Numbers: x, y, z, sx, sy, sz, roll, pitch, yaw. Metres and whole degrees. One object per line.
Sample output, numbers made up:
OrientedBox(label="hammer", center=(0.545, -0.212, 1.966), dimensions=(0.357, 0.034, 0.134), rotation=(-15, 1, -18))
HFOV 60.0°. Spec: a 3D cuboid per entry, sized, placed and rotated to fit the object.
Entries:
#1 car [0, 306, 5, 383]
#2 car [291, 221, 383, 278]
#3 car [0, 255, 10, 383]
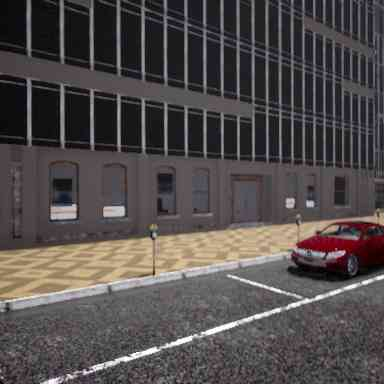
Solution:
OrientedBox(label="car", center=(-3.313, 1.513, 1.007), dimensions=(4.892, 1.490, 1.837), rotation=(0, 0, -36))
OrientedBox(label="car", center=(4.782, 1.544, 9.989), dimensions=(4.206, 1.307, 1.802), rotation=(0, 0, -36))
OrientedBox(label="car", center=(-4.474, 1.558, 3.362), dimensions=(4.403, 1.369, 2.008), rotation=(0, 0, -36))
